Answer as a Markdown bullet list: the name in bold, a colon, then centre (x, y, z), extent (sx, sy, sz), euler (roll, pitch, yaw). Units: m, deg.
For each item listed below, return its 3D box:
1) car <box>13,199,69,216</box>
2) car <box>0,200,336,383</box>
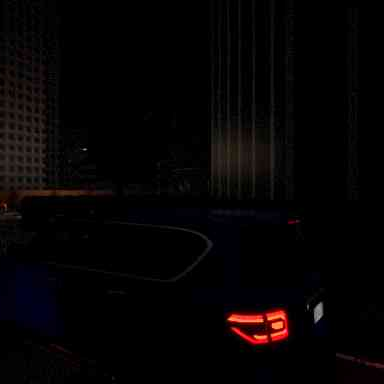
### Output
- **car**: centre (-15.443, 1.533, 34.374), extent (1.882, 1.535, 5.008), euler (0, 0, 35)
- **car**: centre (-0.992, 1.221, 4.694), extent (5.566, 2.045, 2.150), euler (0, 0, 35)
